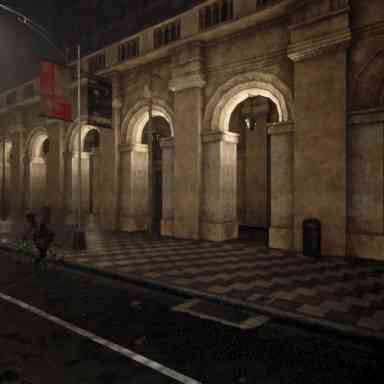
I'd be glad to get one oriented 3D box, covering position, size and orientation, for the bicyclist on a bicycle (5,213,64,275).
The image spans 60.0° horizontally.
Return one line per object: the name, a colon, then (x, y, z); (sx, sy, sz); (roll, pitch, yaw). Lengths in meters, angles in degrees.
bicyclist on a bicycle: (-4.321, 1.405, 9.245); (0.582, 1.620, 1.656); (0, 0, 39)
